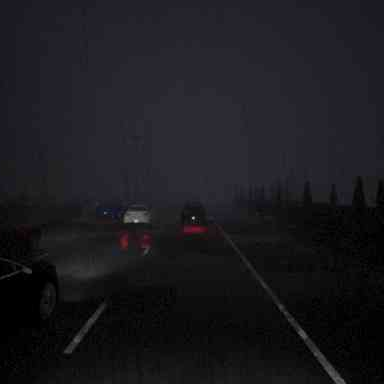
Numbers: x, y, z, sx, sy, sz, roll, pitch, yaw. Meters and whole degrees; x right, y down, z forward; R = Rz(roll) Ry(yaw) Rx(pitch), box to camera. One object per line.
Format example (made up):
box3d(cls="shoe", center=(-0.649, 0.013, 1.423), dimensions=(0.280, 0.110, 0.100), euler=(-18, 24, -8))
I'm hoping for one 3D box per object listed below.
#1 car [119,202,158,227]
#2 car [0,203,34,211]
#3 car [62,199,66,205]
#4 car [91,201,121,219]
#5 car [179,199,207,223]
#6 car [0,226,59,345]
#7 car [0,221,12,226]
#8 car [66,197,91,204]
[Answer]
box3d(cls="car", center=(-3.399, 1.541, 22.583), dimensions=(1.812, 1.442, 4.674), euler=(0, 0, 0))
box3d(cls="car", center=(-14.086, 1.566, 25.683), dimensions=(2.033, 1.411, 5.357), euler=(0, 0, 0))
box3d(cls="car", center=(-19.957, 1.562, 55.969), dimensions=(1.837, 1.490, 4.892), euler=(0, 0, 8))
box3d(cls="car", center=(-6.900, 1.497, 28.981), dimensions=(1.882, 1.535, 5.008), euler=(0, 0, 0))
box3d(cls="car", center=(0.101, 1.523, 25.355), dimensions=(1.837, 1.490, 4.892), euler=(0, 0, 0))
box3d(cls="car", center=(-3.399, 1.495, 4.301), dimensions=(2.128, 1.511, 4.902), euler=(0, 0, 0))
box3d(cls="car", center=(-6.900, 1.609, 11.120), dimensions=(1.895, 1.301, 4.718), euler=(0, 0, 0))
box3d(cls="car", center=(-16.986, 1.560, 51.210), dimensions=(1.812, 1.442, 4.674), euler=(0, 0, 6))
